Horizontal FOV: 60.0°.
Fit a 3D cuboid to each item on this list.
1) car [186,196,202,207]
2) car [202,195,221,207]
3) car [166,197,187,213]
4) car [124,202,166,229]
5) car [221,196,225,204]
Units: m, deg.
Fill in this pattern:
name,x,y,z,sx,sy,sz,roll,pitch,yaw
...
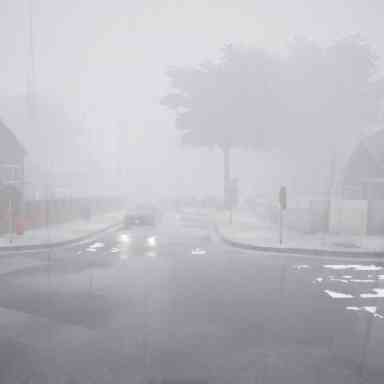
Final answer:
name,x,y,z,sx,sy,sz,roll,pitch,yaw
car,-0.292,1.369,50.324,2.097,1.767,4.553,0,0,10
car,2.721,1.391,51.555,2.097,1.767,4.553,0,0,11
car,-2.096,1.515,37.199,1.837,1.490,4.892,0,-1,6
car,-3.110,1.472,21.837,1.882,1.535,5.008,0,0,2
car,4.716,1.386,61.271,2.097,1.767,4.553,1,0,14
